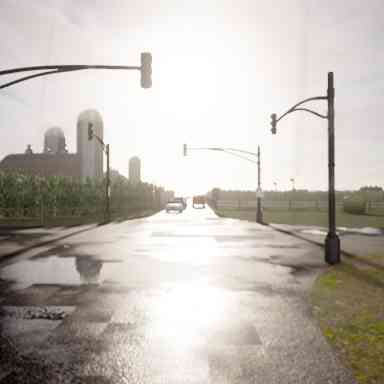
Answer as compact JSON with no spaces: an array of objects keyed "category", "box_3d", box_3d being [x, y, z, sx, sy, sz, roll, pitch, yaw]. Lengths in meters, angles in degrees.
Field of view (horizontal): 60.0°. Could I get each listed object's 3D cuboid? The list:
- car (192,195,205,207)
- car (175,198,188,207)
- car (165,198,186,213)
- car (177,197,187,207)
[{"category":"car","box_3d":[1.144,1.532,58.630,2.150,2.045,5.566,0,0,1]},{"category":"car","box_3d":[-1.775,1.867,59.962,2.033,1.411,5.357,0,0,1]},{"category":"car","box_3d":[-2.079,1.729,39.955,1.812,1.442,4.674,0,0,1]},{"category":"car","box_3d":[-1.939,1.610,49.782,2.097,1.767,4.553,0,0,1]}]
